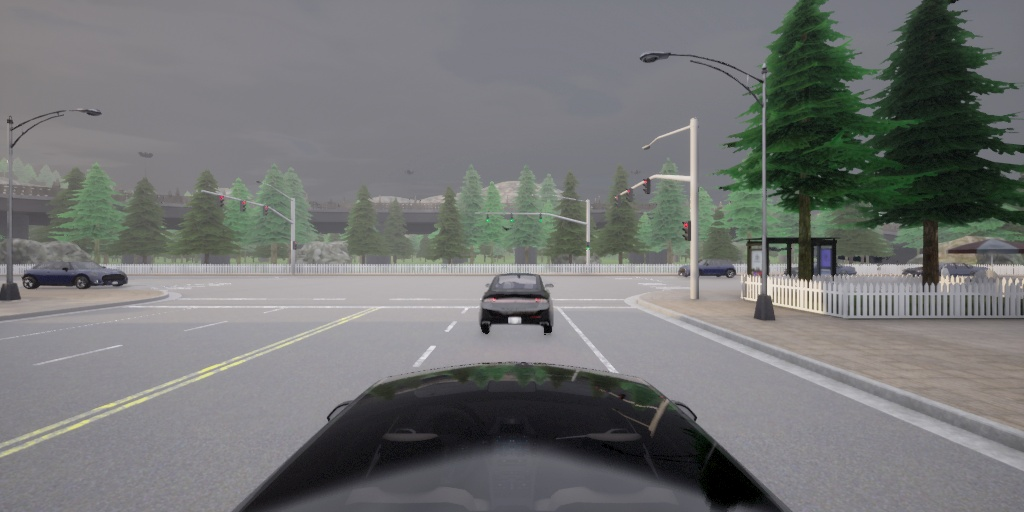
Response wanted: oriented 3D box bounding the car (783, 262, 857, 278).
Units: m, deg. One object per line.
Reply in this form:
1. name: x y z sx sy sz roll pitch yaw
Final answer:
1. car: 27.668 1.252 32.252 5.357 1.411 2.033 0 0 1

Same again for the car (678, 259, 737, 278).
1. car: 17.511 1.056 32.343 4.553 1.767 2.097 0 0 0

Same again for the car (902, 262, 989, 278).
1. car: 38.058 1.251 31.507 5.357 1.411 2.033 0 0 10

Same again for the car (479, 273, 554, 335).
1. car: 0.200 1.245 10.575 2.128 1.511 4.902 0 0 3

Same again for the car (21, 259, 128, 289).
1. car: -26.395 1.053 21.805 4.553 1.767 2.097 0 0 0
